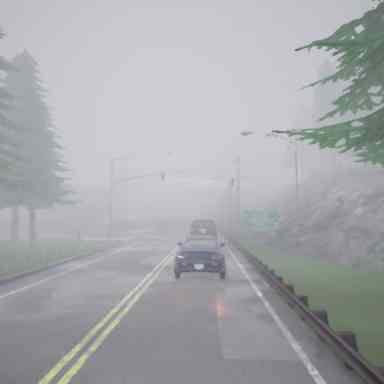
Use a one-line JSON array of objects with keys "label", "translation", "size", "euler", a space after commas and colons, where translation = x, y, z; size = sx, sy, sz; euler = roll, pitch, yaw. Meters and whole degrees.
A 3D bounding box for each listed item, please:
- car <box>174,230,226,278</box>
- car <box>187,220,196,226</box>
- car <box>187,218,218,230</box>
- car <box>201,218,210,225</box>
[{"label": "car", "translation": [0.360, 2.448, 13.255], "size": [1.812, 1.442, 4.674], "euler": [0, -4, 3]}, {"label": "car", "translation": [-0.191, 7.638, 81.342], "size": [1.994, 1.385, 4.181], "euler": [0, -4, 3]}, {"label": "car", "translation": [0.943, 3.186, 26.917], "size": [2.150, 2.045, 5.566], "euler": [0, -4, 3]}, {"label": "car", "translation": [3.400, 7.424, 83.343], "size": [2.097, 1.767, 4.553], "euler": [0, -4, 3]}]
